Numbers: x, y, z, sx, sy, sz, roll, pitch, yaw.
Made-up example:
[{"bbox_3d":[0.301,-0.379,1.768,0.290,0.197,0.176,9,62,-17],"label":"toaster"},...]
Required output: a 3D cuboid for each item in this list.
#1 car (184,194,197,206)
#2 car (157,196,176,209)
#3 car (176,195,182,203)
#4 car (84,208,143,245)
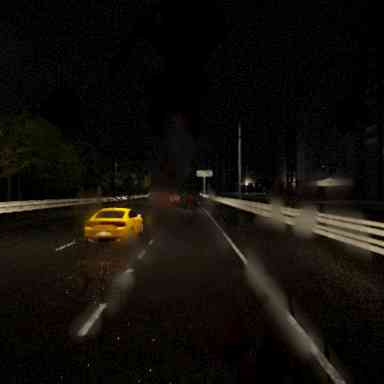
[{"bbox_3d":[-0.075,1.539,57.744,1.882,1.535,5.008,0,0,0],"label":"car"},{"bbox_3d":[-3.611,1.518,45.340,1.882,1.535,5.008,0,0,0],"label":"car"},{"bbox_3d":[-3.798,1.571,75.387,1.882,1.535,5.008,0,0,0],"label":"car"},{"bbox_3d":[-3.515,1.485,15.688,1.882,1.535,5.008,0,0,0],"label":"car"}]
